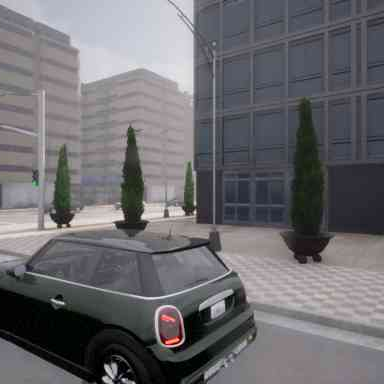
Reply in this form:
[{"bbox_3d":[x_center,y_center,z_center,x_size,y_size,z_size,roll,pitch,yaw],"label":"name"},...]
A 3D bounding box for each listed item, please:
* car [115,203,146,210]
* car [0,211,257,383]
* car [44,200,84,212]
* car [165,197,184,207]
[{"bbox_3d":[-8.157,1.581,44.293,1.812,1.442,4.674,0,0,35],"label":"car"},{"bbox_3d":[-1.433,1.352,5.015,4.553,1.767,2.097,0,0,35],"label":"car"},{"bbox_3d":[-14.052,1.560,35.953,1.837,1.490,4.892,0,0,35],"label":"car"},{"bbox_3d":[-2.208,1.560,52.712,1.837,1.490,4.892,0,0,35],"label":"car"}]
